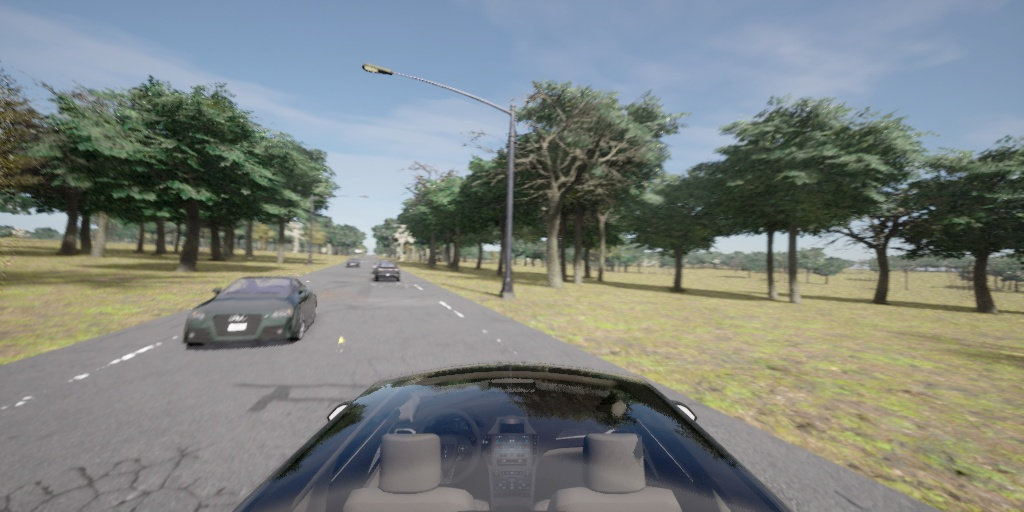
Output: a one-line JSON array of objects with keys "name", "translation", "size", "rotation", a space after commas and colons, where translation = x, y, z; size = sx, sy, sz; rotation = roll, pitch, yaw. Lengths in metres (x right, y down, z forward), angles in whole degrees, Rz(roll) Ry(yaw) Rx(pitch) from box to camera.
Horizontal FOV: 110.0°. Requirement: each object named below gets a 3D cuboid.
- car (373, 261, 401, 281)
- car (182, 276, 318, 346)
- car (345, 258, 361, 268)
[{"name": "car", "translation": [-10.064, 1.193, 28.890], "size": [2.128, 1.511, 4.902], "rotation": [2, 0, -21]}, {"name": "car", "translation": [-6.123, 1.196, 8.909], "size": [1.994, 1.385, 4.181], "rotation": [2, 0, -22]}, {"name": "car", "translation": [-23.741, 0.999, 53.694], "size": [1.837, 1.490, 4.892], "rotation": [2, 0, -22]}]
